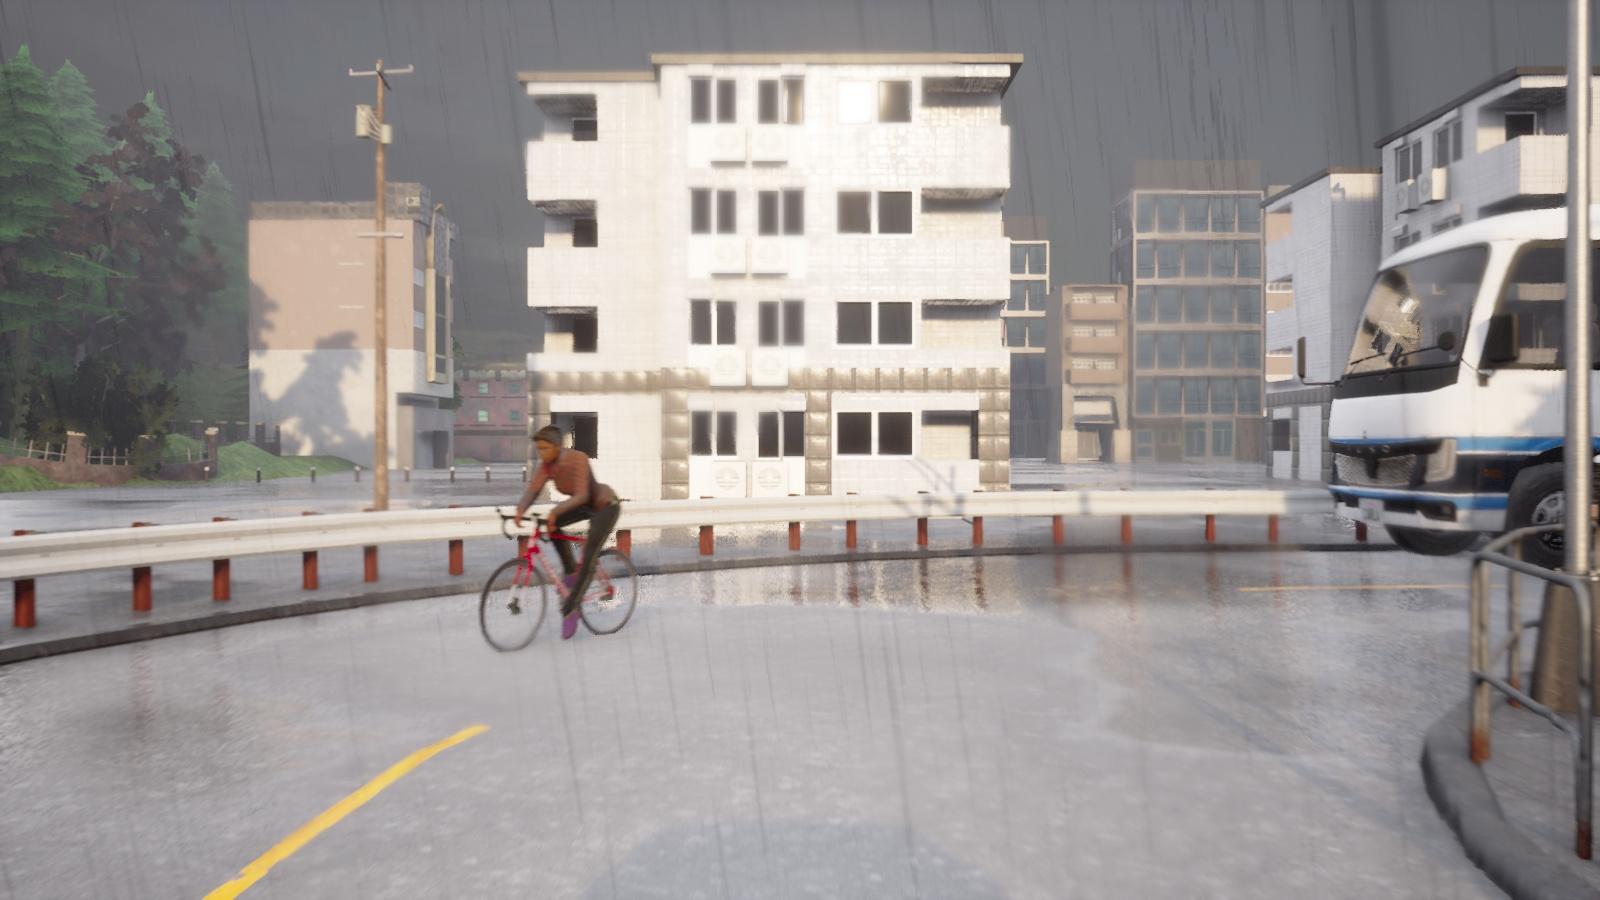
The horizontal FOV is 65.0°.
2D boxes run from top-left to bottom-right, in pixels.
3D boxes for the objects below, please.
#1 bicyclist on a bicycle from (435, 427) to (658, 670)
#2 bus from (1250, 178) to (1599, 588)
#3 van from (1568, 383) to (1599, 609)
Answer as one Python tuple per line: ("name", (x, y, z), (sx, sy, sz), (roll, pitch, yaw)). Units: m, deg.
("bicyclist on a bicycle", (-1.819, 0.648, 9.229), (0.582, 1.620, 1.656), (2, 1, 34))
("bus", (11.213, -0.705, 14.989), (10.273, 4.253, 3.944), (0, 0, 0))
("van", (9.506, 0.416, 10.926), (4.480, 2.038, 2.069), (0, 0, -6))
